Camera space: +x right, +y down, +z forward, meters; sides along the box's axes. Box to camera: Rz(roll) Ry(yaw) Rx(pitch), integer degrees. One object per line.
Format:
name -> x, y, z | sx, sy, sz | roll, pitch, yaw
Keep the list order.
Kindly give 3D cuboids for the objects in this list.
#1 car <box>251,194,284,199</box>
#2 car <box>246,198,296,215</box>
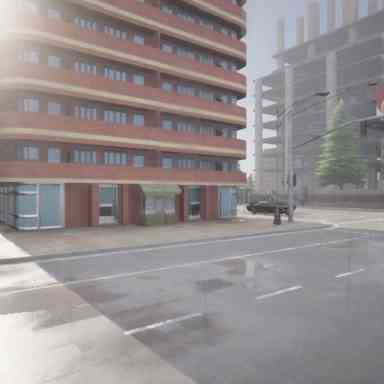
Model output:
car -> 8.819, 1.222, 37.042 | 2.150, 2.045, 5.566 | 0, 0, -36
car -> 7.662, 1.601, 32.699 | 1.895, 1.301, 4.718 | 0, 0, -36
